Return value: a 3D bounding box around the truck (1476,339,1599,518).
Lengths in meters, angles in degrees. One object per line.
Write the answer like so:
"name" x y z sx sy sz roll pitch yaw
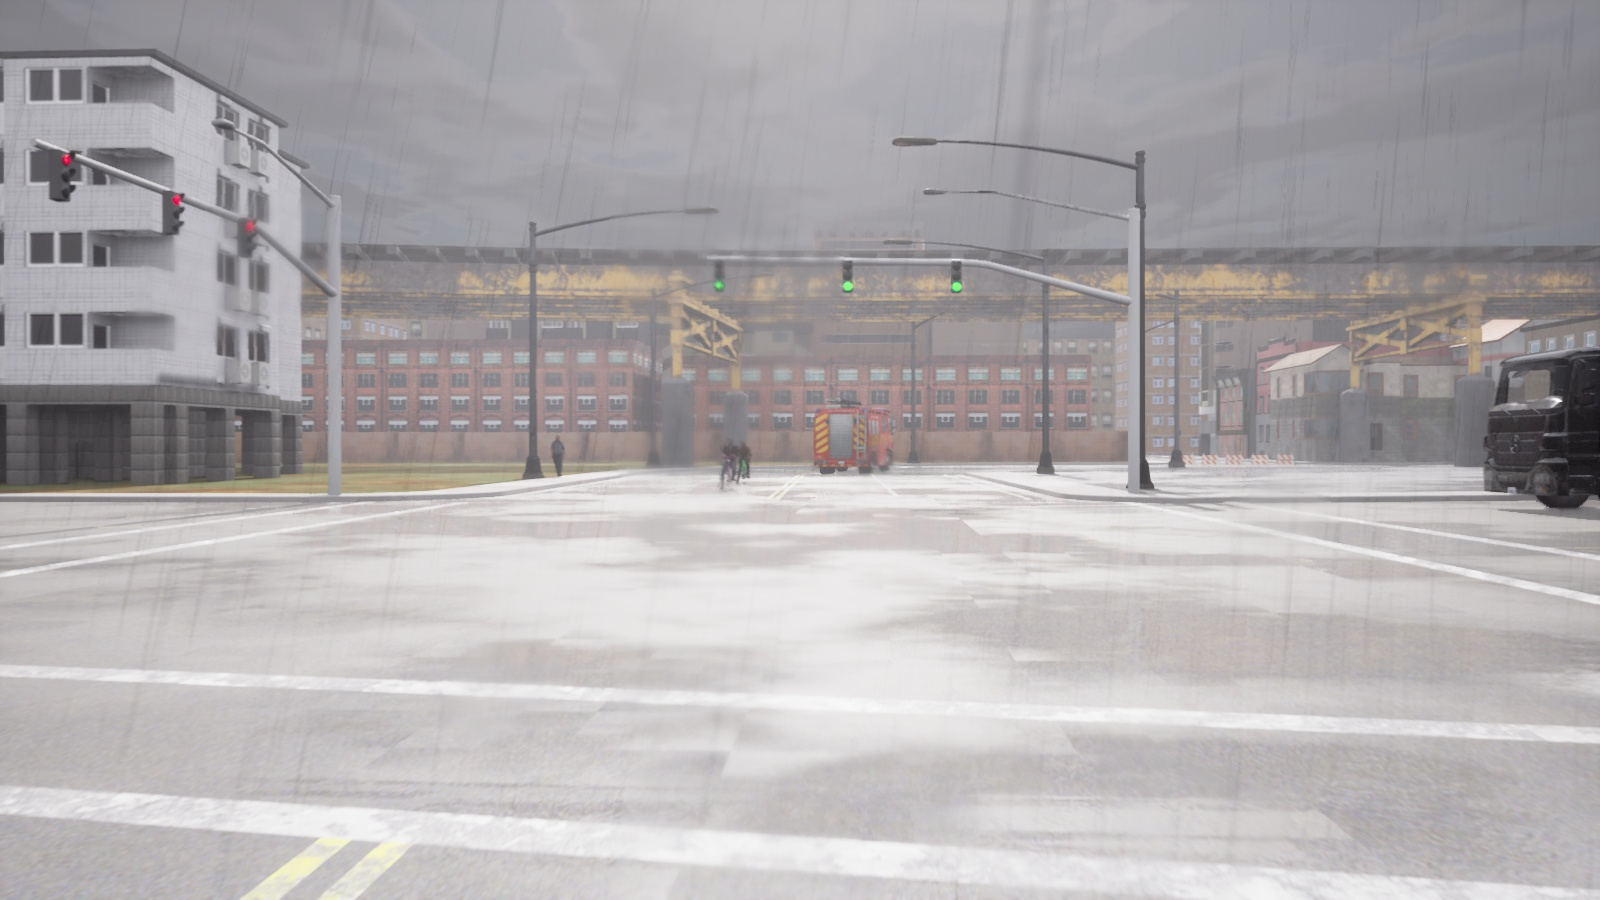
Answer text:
"truck" 18.594 -0.459 25.622 7.936 3.462 2.891 -1 0 3

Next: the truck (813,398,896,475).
"truck" 3.017 -0.688 66.962 2.891 3.827 8.468 0 0 13

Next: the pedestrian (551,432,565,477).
"pedestrian" -10.061 0.184 52.205 0.540 1.848 0.694 0 0 -10
